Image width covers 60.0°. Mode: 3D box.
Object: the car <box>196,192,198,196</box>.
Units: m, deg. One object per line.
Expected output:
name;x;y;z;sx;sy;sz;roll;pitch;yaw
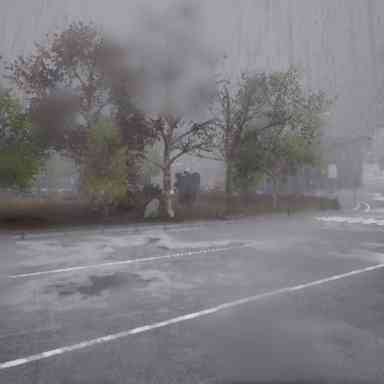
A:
car;1.194;-0.124;67.783;2.435;2.045;5.566;-2;2;16

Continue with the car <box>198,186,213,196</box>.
car;3.582;-0.165;65.964;2.435;2.045;5.566;-1;2;16

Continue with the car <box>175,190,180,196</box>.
car;-1.201;0.046;69.496;2.185;1.767;4.553;-2;2;16

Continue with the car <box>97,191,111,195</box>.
car;-22.427;0.131;85.705;1.946;1.575;5.366;0;3;19

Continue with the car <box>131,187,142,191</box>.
car;-13.041;-0.009;78.485;2.435;2.045;5.566;0;2;18

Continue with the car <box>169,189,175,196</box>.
car;-3.612;0.209;71.125;1.946;1.575;5.366;-1;2;17

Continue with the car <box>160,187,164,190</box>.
car;-5.949;-0.022;73.119;2.435;2.045;5.566;-2;2;17
